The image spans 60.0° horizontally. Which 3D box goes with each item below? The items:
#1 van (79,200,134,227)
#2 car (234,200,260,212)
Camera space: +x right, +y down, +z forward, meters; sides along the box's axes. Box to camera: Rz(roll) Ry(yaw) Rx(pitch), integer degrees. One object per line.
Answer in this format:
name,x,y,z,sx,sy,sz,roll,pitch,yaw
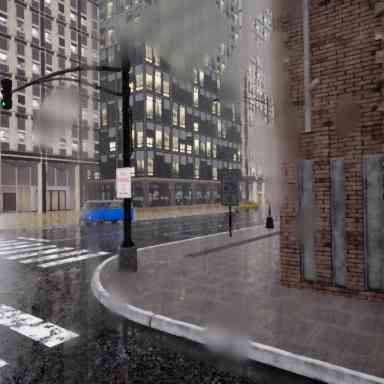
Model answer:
van,-5.953,1.460,23.448,1.690,1.788,3.998,-2,-1,36
car,6.885,1.689,41.355,1.752,1.417,4.829,-2,-1,36
